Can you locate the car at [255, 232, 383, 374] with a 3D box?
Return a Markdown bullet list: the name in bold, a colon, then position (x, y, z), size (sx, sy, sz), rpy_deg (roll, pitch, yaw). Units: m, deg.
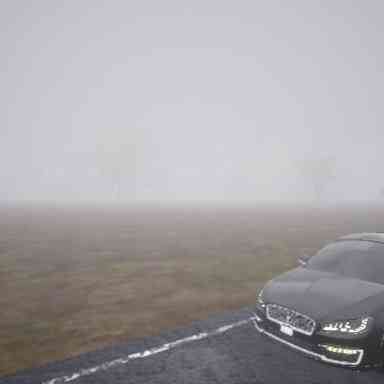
- **car**: position (3.180, 1.511, 5.647), size (4.892, 1.490, 1.837), rpy_deg (0, 0, -36)
